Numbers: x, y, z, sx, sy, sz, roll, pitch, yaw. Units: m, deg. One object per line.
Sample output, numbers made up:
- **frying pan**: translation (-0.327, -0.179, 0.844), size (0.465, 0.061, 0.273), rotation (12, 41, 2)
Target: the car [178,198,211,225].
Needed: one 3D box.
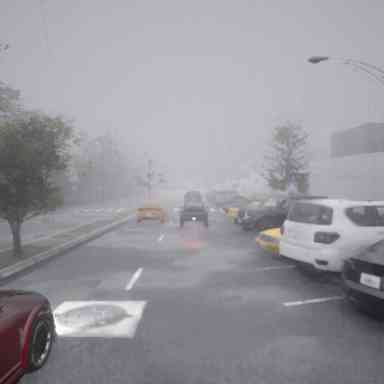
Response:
- **car**: translation (0.129, 1.408, 23.293), size (1.837, 1.490, 4.892), rotation (0, 0, 0)

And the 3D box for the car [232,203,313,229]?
- **car**: translation (5.102, 1.453, 21.230), size (4.674, 1.452, 2.002), rotation (1, 1, -20)

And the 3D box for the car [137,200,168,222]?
- **car**: translation (-2.868, 1.346, 24.997), size (1.882, 1.535, 5.008), rotation (0, 1, 0)

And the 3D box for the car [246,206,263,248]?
- **car**: translation (4.914, 1.470, 12.156), size (5.366, 1.575, 1.946), rotation (1, 1, -20)

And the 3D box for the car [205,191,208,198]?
- **car**: translation (5.132, 1.038, 54.195), size (4.892, 1.521, 2.231), rotation (1, 0, -20)

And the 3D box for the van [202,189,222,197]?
- **van**: translation (5.070, 0.340, 83.981), size (4.442, 1.987, 1.878), rotation (0, 2, -20)

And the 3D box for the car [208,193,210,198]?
- **car**: translation (5.122, 1.182, 45.250), size (4.674, 1.452, 2.002), rotation (1, 0, -20)

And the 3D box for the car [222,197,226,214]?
- **car**: translation (5.273, 1.382, 24.302), size (5.366, 1.575, 1.946), rotation (1, 0, -20)

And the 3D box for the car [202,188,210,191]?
- **car**: translation (5.120, 0.751, 57.161), size (5.566, 2.045, 2.435), rotation (1, 1, -20)

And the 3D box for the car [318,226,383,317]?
- **car**: translation (5.104, 1.520, 6.229), size (4.792, 1.488, 2.163), rotation (1, 0, -20)

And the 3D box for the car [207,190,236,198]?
- **car**: translation (5.103, 0.981, 48.220), size (4.553, 1.767, 2.185), rotation (1, 0, -20)

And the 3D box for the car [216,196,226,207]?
- **car**: translation (5.083, 1.346, 30.226), size (4.792, 1.488, 2.163), rotation (1, 1, -20)

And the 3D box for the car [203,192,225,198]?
- **car**: translation (5.194, 0.725, 78.083), size (4.792, 1.488, 2.163), rotation (0, 1, -20)

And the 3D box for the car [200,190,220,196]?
- **car**: translation (5.013, 0.338, 92.921), size (5.366, 1.575, 1.946), rotation (0, 2, -20)

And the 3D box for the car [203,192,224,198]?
- **car**: translation (5.166, 0.671, 81.055), size (4.674, 1.452, 2.002), rotation (0, 1, -20)

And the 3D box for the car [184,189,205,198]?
- **car**: translation (0.148, 0.917, 41.118), size (2.150, 2.045, 5.566), rotation (0, 0, 0)

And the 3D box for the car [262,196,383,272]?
- **car**: translation (5.111, 1.235, 9.228), size (5.566, 2.045, 2.435), rotation (1, 0, -20)

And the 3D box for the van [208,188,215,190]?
- **van**: translation (5.246, 0.847, 51.253), size (4.442, 1.987, 1.878), rotation (1, 0, -20)

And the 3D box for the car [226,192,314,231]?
- **car**: translation (5.071, 1.190, 18.208), size (5.566, 2.045, 2.435), rotation (1, 1, -20)

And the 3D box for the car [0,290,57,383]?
- **car**: translation (-2.896, 1.570, 2.998), size (1.994, 1.385, 4.181), rotation (0, 0, 0)

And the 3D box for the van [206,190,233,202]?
- **van**: translation (5.040, 0.741, 60.114), size (4.442, 1.987, 1.878), rotation (1, 1, -20)

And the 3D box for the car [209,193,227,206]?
- **car**: translation (5.098, 1.206, 42.231), size (4.792, 1.488, 2.163), rotation (1, 1, -20)
